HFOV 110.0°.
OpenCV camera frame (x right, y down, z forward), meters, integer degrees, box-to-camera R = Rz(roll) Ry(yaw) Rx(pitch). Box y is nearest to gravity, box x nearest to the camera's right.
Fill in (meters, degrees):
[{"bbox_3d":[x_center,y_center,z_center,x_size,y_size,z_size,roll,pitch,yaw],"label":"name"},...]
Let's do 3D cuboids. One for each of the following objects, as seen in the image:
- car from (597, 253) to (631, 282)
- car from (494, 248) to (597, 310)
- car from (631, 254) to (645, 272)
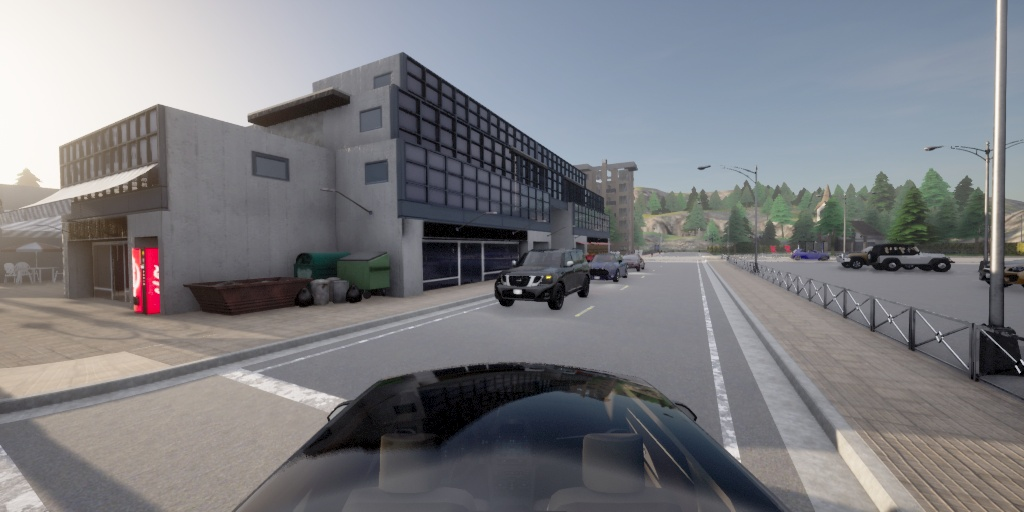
[{"bbox_3d":[5.905,0.619,22.620,2.097,1.767,4.553,0,1,27],"label":"car"},{"bbox_3d":[1.429,0.725,13.860,2.150,2.045,5.566,0,1,27],"label":"car"},{"bbox_3d":[10.564,0.547,31.730,1.812,1.442,4.674,0,1,27],"label":"car"}]
